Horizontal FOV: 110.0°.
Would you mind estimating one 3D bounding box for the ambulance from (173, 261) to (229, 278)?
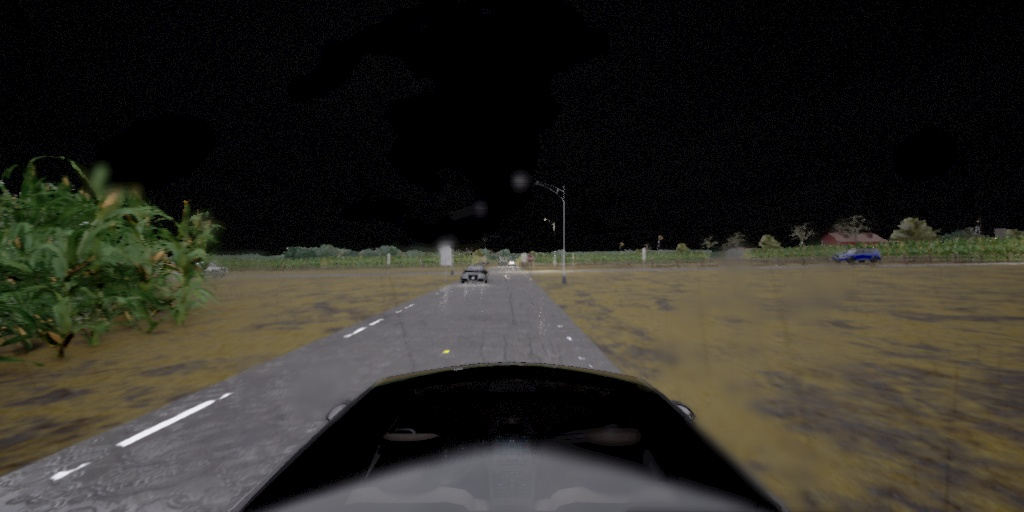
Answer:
[{"bbox_3d":[-42.194,1.774,48.774,6.366,2.431,2.351,-1,0,0],"label":"ambulance"}]

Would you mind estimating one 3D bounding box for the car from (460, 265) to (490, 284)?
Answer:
[{"bbox_3d":[-2.829,1.420,28.075,1.994,1.385,4.181,0,0,0],"label":"car"}]
